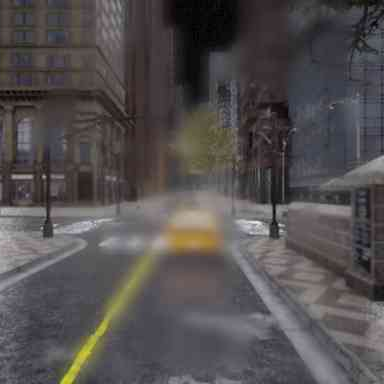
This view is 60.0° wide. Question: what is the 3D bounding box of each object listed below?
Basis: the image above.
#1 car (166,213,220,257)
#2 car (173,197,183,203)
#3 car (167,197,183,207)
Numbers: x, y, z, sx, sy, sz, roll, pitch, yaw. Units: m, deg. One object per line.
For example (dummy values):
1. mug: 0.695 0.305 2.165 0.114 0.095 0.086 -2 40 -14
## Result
1. car: 0.059 1.567 13.429 1.882 1.535 5.008 0 0 0
2. car: -3.001 1.688 72.096 1.895 1.301 4.718 0 0 0
3. car: -3.068 1.754 55.738 1.994 1.385 4.181 0 0 0
